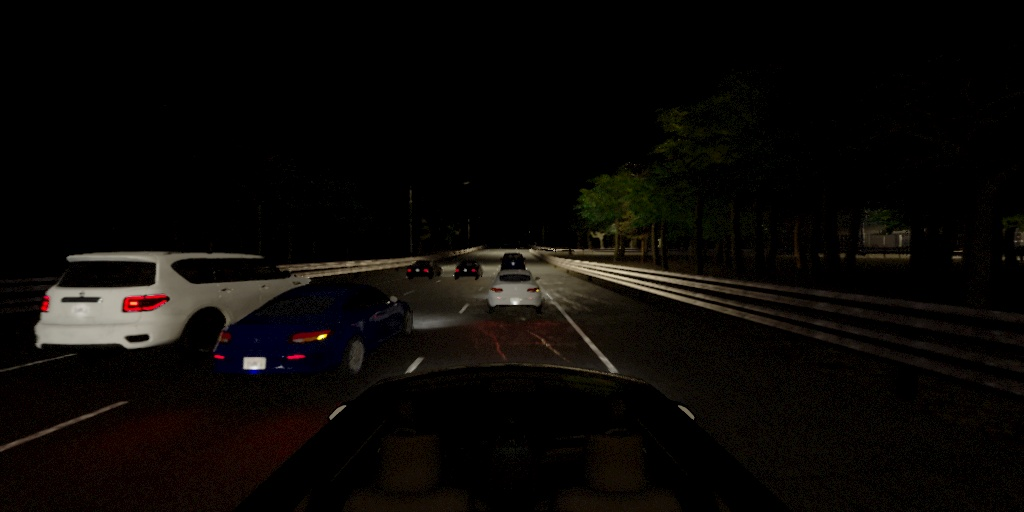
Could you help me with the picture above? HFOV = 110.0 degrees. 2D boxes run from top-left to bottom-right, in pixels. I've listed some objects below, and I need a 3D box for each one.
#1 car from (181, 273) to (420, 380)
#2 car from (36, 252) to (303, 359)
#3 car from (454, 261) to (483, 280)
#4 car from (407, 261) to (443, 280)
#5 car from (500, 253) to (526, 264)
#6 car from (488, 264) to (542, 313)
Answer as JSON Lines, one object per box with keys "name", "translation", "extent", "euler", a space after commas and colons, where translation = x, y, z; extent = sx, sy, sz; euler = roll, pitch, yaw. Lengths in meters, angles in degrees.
{"name": "car", "translation": [-3.397, 1.240, 7.048], "extent": [1.812, 1.442, 4.674], "euler": [0, 0, 0]}
{"name": "car", "translation": [-6.902, 0.926, 8.426], "extent": [2.150, 2.045, 5.566], "euler": [0, 0, 0]}
{"name": "car", "translation": [-3.404, 1.084, 28.693], "extent": [2.033, 1.411, 5.357], "euler": [0, 0, 0]}
{"name": "car", "translation": [-6.904, 1.084, 28.687], "extent": [2.033, 1.411, 5.357], "euler": [0, 0, 0]}
{"name": "car", "translation": [0.095, 0.721, 32.648], "extent": [2.150, 2.045, 5.566], "euler": [0, 1, 0]}
{"name": "car", "translation": [0.097, 1.193, 13.438], "extent": [1.812, 1.442, 4.674], "euler": [0, 0, 0]}
